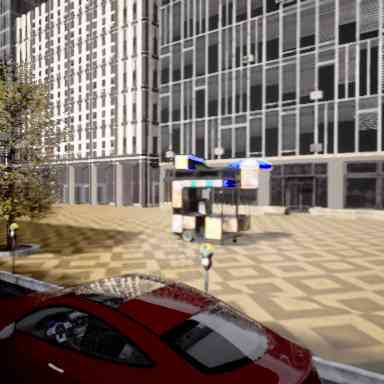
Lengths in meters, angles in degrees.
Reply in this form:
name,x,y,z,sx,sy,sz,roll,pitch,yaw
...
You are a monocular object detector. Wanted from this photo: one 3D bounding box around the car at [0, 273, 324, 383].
name,x,y,z,sx,sy,sz,roll,pitch,yaw
car,-0.847,1.554,3.449,4.206,1.307,1.802,0,1,35
